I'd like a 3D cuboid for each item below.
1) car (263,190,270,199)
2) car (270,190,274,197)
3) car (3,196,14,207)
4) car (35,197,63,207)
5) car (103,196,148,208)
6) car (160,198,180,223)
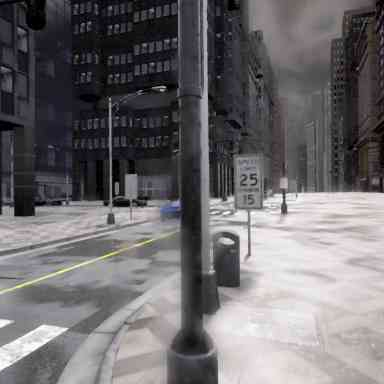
[{"bbox_3d":[12.240,0.574,59.876,1.994,1.385,4.181,-1,1,19],"label":"car"},{"bbox_3d":[17.187,0.316,74.150,2.128,1.511,4.902,-1,1,19],"label":"car"},{"bbox_3d":[-26.628,1.310,46.547,4.181,1.385,1.994,-1,0,20],"label":"car"},{"bbox_3d":[-18.065,1.249,40.241,4.718,1.301,1.895,-1,0,19],"label":"car"},{"bbox_3d":[-7.273,1.144,36.526,4.718,1.301,1.895,-1,0,19],"label":"car"},{"bbox_3d":[-0.528,1.151,22.567,1.882,1.535,5.008,-1,1,19],"label":"car"}]
